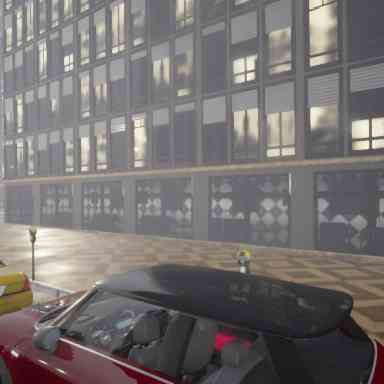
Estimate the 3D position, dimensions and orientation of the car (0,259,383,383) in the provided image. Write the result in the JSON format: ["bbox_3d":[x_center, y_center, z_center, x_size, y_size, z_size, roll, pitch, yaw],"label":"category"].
[{"bbox_3d":[-0.350,1.441,3.143,4.097,1.590,1.967,0,-1,35],"label":"car"}]
